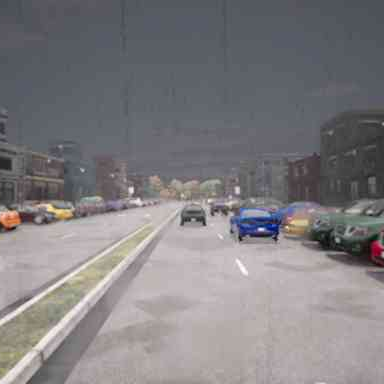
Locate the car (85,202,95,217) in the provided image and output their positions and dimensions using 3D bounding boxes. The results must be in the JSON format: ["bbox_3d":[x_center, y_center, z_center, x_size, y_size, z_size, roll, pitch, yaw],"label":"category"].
[{"bbox_3d":[-12.737,1.853,33.585,4.792,1.488,2.163,0,-1,0],"label":"car"}]

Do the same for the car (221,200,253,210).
[{"bbox_3d":[7.821,2.270,57.963,5.366,1.575,1.946,0,-1,0],"label":"car"}]

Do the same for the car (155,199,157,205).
[{"bbox_3d":[-12.679,2.960,89.272,5.008,1.535,2.097,0,-1,0],"label":"car"}]

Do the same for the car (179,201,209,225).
[{"bbox_3d":[0.099,1.717,25.596,1.837,1.490,4.892,0,-1,0],"label":"car"}]

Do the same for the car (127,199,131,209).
[{"bbox_3d":[-12.759,2.210,53.034,4.792,1.488,2.163,0,-1,0],"label":"car"}]

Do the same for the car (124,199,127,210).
[{"bbox_3d":[-12.732,2.167,50.256,4.674,1.452,2.002,0,-1,0],"label":"car"}]

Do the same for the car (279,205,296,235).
[{"bbox_3d":[7.636,1.636,19.364,4.674,1.452,2.002,0,-1,0],"label":"car"}]

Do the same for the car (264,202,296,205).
[{"bbox_3d":[7.633,1.636,22.119,5.008,1.535,2.097,0,-1,0],"label":"car"}]

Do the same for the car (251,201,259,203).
[{"bbox_3d":[7.668,1.754,27.632,4.792,1.488,2.163,0,-1,0],"label":"car"}]

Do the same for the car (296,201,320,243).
[{"bbox_3d":[7.611,1.279,13.857,5.566,2.045,2.435,0,-1,0],"label":"car"}]

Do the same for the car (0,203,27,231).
[{"bbox_3d":[-12.760,1.467,19.695,4.553,1.767,2.185,0,-1,0],"label":"car"}]

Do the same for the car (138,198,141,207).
[{"bbox_3d":[-12.741,2.282,64.241,4.553,1.767,2.185,0,-1,0],"label":"car"}]

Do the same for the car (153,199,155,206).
[{"bbox_3d":[-12.679,2.833,83.598,5.008,1.535,2.097,0,-1,0],"label":"car"}]

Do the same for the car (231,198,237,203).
[{"bbox_3d":[7.606,1.831,41.419,4.553,1.767,2.185,0,-1,0],"label":"car"}]

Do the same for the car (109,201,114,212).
[{"bbox_3d":[-12.780,2.000,41.919,4.792,1.488,2.163,0,-1,0],"label":"car"}]

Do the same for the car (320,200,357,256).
[{"bbox_3d":[7.611,1.254,11.100,5.566,2.045,2.435,0,-1,0],"label":"car"}]

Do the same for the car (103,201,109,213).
[{"bbox_3d":[-12.749,1.922,39.142,4.892,1.521,2.231,0,-1,0],"label":"car"}]

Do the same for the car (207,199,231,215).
[{"bbox_3d":[3.097,1.942,39.237,1.837,1.490,4.892,0,-1,0],"label":"car"}]

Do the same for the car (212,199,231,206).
[{"bbox_3d":[7.549,2.772,85.530,4.553,1.767,2.185,0,-1,0],"label":"car"}]

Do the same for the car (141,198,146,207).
[{"bbox_3d":[-12.732,2.215,67.056,5.566,2.045,2.435,0,-1,0],"label":"car"}]

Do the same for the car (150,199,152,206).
[{"bbox_3d":[-12.869,2.707,78.166,5.366,1.575,1.946,0,-1,0],"label":"car"}]

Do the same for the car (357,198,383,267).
[{"bbox_3d":[7.611,1.240,8.347,5.566,2.045,2.435,0,0,0],"label":"car"}]

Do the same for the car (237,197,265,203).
[{"bbox_3d":[7.666,1.563,33.151,5.566,2.045,2.435,0,-1,0],"label":"car"}]

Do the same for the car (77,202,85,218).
[{"bbox_3d":[-12.743,1.650,30.816,4.553,1.767,2.185,0,-1,0],"label":"car"}]

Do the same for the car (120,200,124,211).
[{"bbox_3d":[-12.746,2.077,47.603,4.892,1.521,2.231,0,-1,0],"label":"car"}]

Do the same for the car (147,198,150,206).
[{"bbox_3d":[-12.659,2.678,75.386,4.792,1.488,2.163,0,-1,0],"label":"car"}]

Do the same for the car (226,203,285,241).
[{"bbox_3d":[3.099,1.566,17.344,1.882,1.535,5.008,0,-1,0],"label":"car"}]

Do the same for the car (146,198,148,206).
[{"bbox_3d":[-12.665,2.616,72.609,4.792,1.488,2.163,0,-1,0],"label":"car"}]

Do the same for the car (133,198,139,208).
[{"bbox_3d":[-12.712,2.388,61.368,4.674,1.452,2.002,0,-1,0],"label":"car"}]

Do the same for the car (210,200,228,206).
[{"bbox_3d":[7.534,3.122,93.798,4.792,1.488,2.163,0,-1,0],"label":"car"}]

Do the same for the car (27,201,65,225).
[{"bbox_3d":[-12.787,1.685,25.373,4.892,1.521,2.231,0,-1,0],"label":"car"}]

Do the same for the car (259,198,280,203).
[{"bbox_3d":[7.670,1.555,24.878,4.553,1.767,2.185,0,-1,0],"label":"car"}]

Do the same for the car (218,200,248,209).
[{"bbox_3d":[7.810,2.386,63.476,5.366,1.575,1.946,0,-1,0],"label":"car"}]

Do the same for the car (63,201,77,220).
[{"bbox_3d":[-12.961,1.728,28.153,5.366,1.575,1.946,0,-1,0],"label":"car"}]

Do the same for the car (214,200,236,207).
[{"bbox_3d":[7.591,2.700,77.256,5.008,1.535,2.097,0,-1,0],"label":"car"}]

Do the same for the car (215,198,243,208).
[{"bbox_3d":[7.585,2.258,68.992,5.566,2.045,2.435,0,-1,0],"label":"car"}]

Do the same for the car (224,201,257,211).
[{"bbox_3d":[7.607,2.192,52.442,4.792,1.488,2.163,0,-1,0],"label":"car"}]

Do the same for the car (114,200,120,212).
[{"bbox_3d":[-12.740,2.024,44.824,5.008,1.535,2.097,0,-1,0],"label":"car"}]

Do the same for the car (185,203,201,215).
[{"bbox_3d":[0.096,2.092,42.258,1.895,1.301,4.718,0,-1,0],"label":"car"}]

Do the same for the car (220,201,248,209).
[{"bbox_3d":[7.659,2.360,60.717,4.792,1.488,2.163,0,-1,0],"label":"car"}]

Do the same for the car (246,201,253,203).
[{"bbox_3d":[7.636,1.809,30.389,4.674,1.452,2.002,0,-1,0],"label":"car"}]

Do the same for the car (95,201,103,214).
[{"bbox_3d":[-12.766,1.871,36.363,5.008,1.535,2.097,0,-1,0],"label":"car"}]

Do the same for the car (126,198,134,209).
[{"bbox_3d":[-12.732,2.237,55.814,4.892,1.521,2.231,0,-1,0],"label":"car"}]
